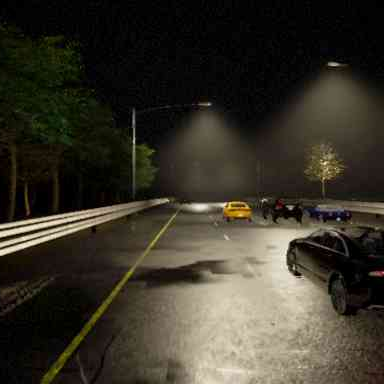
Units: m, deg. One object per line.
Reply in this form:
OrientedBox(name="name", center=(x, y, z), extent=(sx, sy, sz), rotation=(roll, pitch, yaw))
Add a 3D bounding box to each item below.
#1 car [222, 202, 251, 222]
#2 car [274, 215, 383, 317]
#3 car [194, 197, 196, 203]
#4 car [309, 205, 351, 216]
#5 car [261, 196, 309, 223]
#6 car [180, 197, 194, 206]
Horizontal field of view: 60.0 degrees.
OrientedBox(name="car", center=(3.591, 1.570, 27.202), extent=(1.882, 1.535, 5.008), rotation=(0, 0, 0))
OrientedBox(name="car", center=(3.596, 1.522, 7.520), extent=(2.128, 1.511, 4.902), rotation=(0, 0, 0))
OrientedBox(name="car", center=(-0.019, 1.929, 81.610), extent=(1.812, 1.442, 4.674), rotation=(0, -1, 0))
OrientedBox(name="car", center=(10.593, 1.690, 26.244), extent=(1.895, 1.301, 4.718), rotation=(0, 0, 0))
OrientedBox(name="car", center=(7.093, 1.312, 26.595), extent=(2.150, 2.045, 5.566), rotation=(0, 0, 0))
OrientedBox(name="car", center=(-1.241, 1.642, 62.897), extent=(2.097, 1.767, 4.553), rotation=(0, -1, 0))
